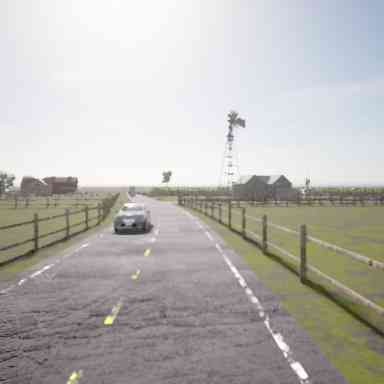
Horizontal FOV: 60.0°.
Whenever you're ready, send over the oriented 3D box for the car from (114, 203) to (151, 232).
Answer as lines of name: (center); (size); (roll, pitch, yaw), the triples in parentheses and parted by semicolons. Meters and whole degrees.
car: (-3.534, 1.468, 20.308); (2.128, 1.511, 4.902); (0, 0, -3)
